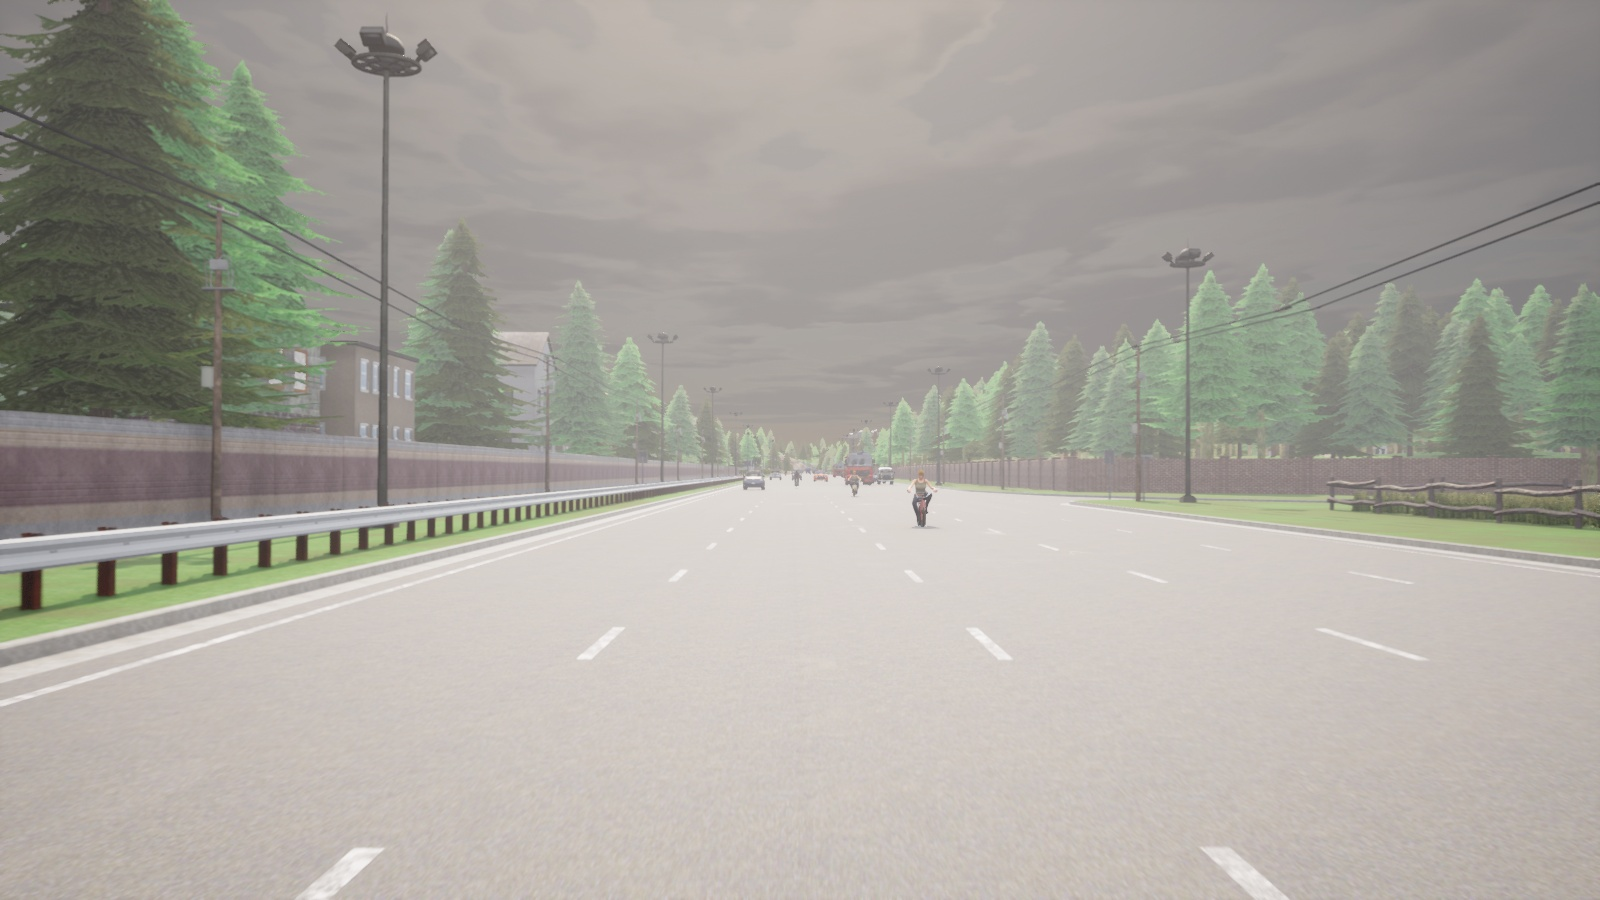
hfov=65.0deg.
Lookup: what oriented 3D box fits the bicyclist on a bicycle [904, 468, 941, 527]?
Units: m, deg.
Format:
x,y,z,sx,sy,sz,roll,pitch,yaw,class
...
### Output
x,y,z,sx,sy,sz,roll,pitch,yaw,class
3.411,1.326,35.156,0.866,1.612,1.509,0,-1,0,bicyclist on a bicycle
